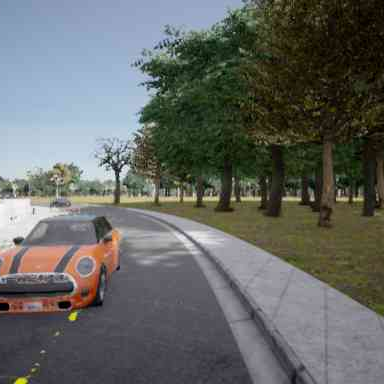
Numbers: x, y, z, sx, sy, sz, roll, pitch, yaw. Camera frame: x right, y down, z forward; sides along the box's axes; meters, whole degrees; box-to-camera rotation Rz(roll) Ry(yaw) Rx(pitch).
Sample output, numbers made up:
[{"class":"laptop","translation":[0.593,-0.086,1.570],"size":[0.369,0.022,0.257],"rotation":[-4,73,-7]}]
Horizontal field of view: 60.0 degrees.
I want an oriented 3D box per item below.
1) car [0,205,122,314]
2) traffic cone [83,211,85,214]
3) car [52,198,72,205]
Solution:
[{"class":"car","translation":[-2.930,1.370,7.919],"size":[2.097,1.767,4.553],"rotation":[0,0,-6]},{"class":"traffic cone","translation":[-8.791,2.025,27.234],"size":[0.340,0.580,0.340],"rotation":[0,0,-18]},{"class":"car","translation":[-20.882,1.688,53.262],"size":[1.837,1.490,4.892],"rotation":[0,-1,-41]}]
